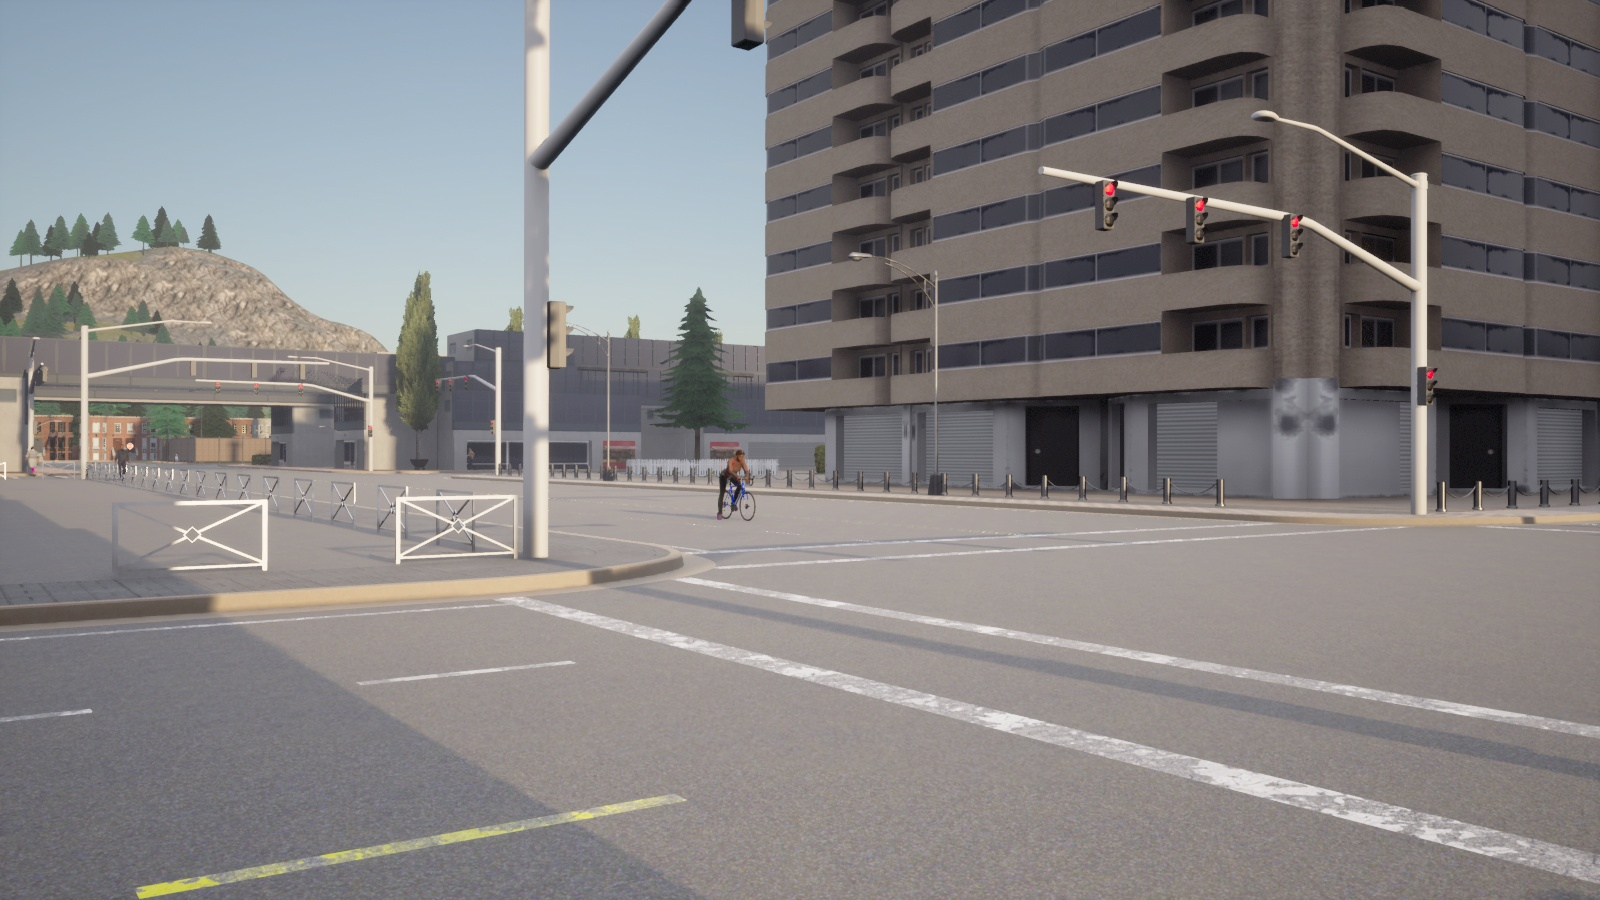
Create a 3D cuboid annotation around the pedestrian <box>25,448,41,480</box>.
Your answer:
[{"bbox_3d":[-47.116,0.867,77.139,0.873,1.952,0.659,0,0,45],"label":"pedestrian"}]

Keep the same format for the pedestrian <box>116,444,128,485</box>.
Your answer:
[{"bbox_3d":[-32.563,0.675,60.331,0.423,1.949,0.788,0,0,-35],"label":"pedestrian"}]

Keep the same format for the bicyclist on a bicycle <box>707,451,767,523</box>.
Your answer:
[{"bbox_3d":[-1.467,0.827,28.998,0.582,1.620,1.656,0,0,-35],"label":"bicyclist on a bicycle"}]
